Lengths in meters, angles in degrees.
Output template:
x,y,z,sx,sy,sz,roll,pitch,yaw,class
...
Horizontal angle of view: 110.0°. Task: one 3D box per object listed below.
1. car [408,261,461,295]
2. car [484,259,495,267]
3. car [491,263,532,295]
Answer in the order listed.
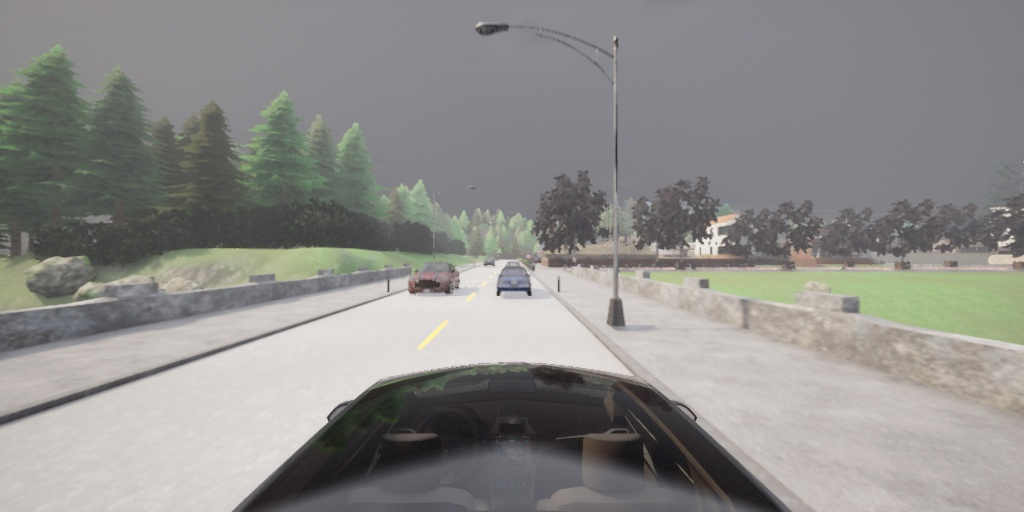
x,y,z,sx,sy,sz,roll,pitch,yaw,class
-4.099,1.086,19.521,2.097,1.767,4.553,0,0,0,car
-4.016,1.240,64.502,2.033,1.411,5.357,0,0,1,car
0.106,1.281,19.429,2.033,1.411,5.357,0,0,0,car
